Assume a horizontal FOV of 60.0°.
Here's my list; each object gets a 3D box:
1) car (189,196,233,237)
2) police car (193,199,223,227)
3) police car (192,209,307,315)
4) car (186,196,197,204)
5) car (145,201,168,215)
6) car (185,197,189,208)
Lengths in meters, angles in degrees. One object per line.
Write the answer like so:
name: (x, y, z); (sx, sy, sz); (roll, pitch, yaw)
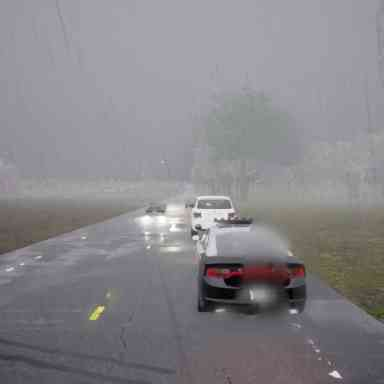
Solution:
car: (1.034, 1.213, 17.732); (2.150, 2.045, 5.566); (0, 0, 0)
police car: (1.028, 1.407, 23.814); (1.930, 1.638, 5.238); (0, 0, 0)
police car: (1.043, 1.421, 7.811); (1.930, 1.638, 5.238); (0, 0, 0)
car: (-0.058, 1.482, 60.432); (1.895, 1.301, 4.718); (0, 0, 0)
car: (-3.534, 1.565, 33.499); (1.895, 1.301, 4.718); (0, 0, 0)
car: (-0.002, 1.480, 45.574); (2.033, 1.411, 5.357); (0, 0, 1)
